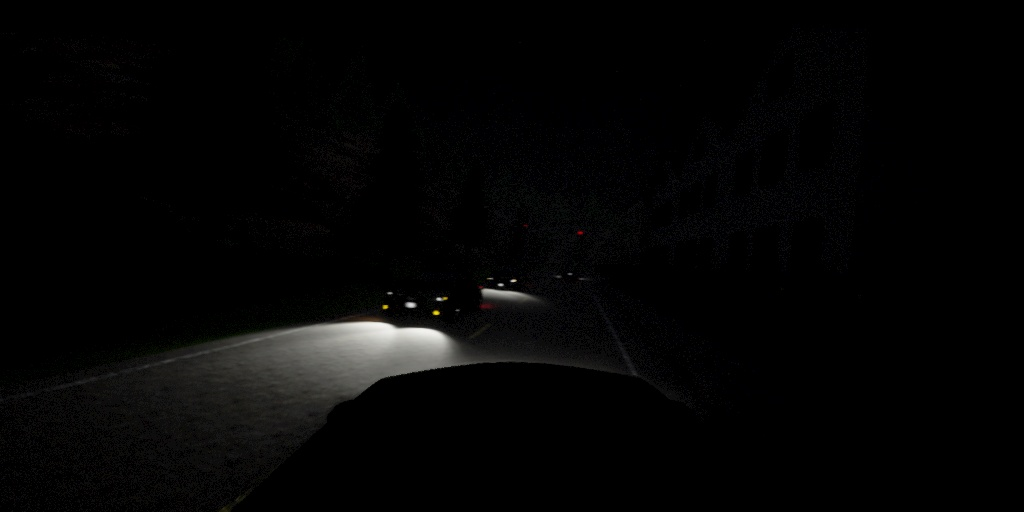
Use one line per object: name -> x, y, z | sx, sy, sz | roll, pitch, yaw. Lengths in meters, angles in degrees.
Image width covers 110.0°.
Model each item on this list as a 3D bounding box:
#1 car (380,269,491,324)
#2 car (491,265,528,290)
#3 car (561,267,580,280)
car -> -2.268, 1.120, 11.263 | 1.994, 1.385, 4.181 | 5, 0, 10
car -> -0.132, 1.304, 23.076 | 2.033, 1.411, 5.357 | 5, 0, 10
car -> 6.576, 1.931, 40.229 | 1.994, 1.385, 4.181 | 5, 0, 10
